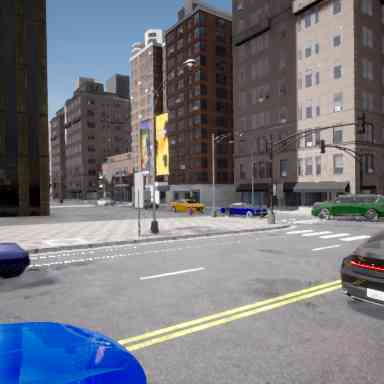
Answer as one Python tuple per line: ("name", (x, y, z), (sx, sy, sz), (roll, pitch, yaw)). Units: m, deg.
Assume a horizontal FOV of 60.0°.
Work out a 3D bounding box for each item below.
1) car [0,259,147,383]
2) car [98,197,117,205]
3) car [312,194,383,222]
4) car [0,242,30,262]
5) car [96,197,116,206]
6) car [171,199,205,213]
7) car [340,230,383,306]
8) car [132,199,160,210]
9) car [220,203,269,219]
("car", (-2.584, 1.478, 1.598), (5.008, 1.535, 1.882), (0, 0, -35))
("car", (-17.206, 1.742, 67.576), (2.033, 1.411, 5.357), (-1, 0, -35))
("car", (12.460, 1.225, 26.454), (5.566, 2.045, 2.150), (0, 2, 22))
("car", (-6.236, 1.601, 7.221), (4.718, 1.301, 1.895), (0, 0, -36))
("car", (-15.635, 1.820, 59.961), (1.895, 1.301, 4.718), (-1, 0, -35))
("car", (-0.545, 1.603, 38.366), (1.882, 1.535, 5.008), (-1, 0, -35))
("car", (5.106, 1.504, 7.087), (4.892, 1.490, 1.837), (0, 0, -36))
("car", (-6.641, 1.710, 47.026), (2.033, 1.411, 5.357), (-1, 0, -36))
("car", (4.809, 1.695, 30.762), (1.895, 1.301, 4.718), (-1, 0, -35))
